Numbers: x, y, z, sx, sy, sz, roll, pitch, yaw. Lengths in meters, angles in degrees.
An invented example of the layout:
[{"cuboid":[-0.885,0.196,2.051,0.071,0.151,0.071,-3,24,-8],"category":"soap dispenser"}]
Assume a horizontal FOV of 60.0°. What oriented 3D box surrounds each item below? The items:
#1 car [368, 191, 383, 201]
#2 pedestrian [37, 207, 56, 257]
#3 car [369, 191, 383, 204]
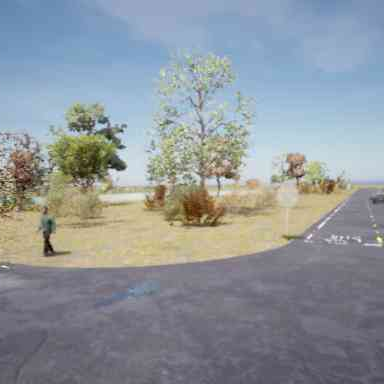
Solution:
[{"cuboid":[29.047,0.568,52.528,2.033,1.411,5.357,-1,0,27],"category":"car"},{"cuboid":[-5.233,1.407,12.054,0.375,1.860,0.375,-1,2,27],"category":"pedestrian"},{"cuboid":[24.177,0.679,42.757,2.128,1.511,4.902,-1,0,27],"category":"car"}]
